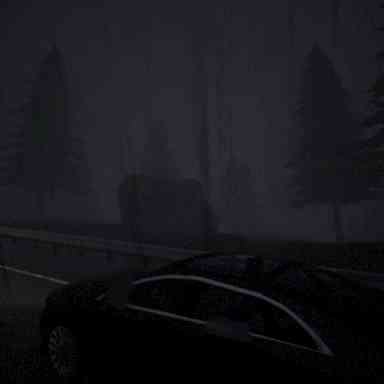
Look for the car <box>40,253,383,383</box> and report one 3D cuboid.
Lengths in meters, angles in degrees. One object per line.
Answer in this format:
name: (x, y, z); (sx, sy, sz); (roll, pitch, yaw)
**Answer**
car: (0.217, 1.485, 3.792); (4.902, 1.511, 2.128); (0, 0, 35)
